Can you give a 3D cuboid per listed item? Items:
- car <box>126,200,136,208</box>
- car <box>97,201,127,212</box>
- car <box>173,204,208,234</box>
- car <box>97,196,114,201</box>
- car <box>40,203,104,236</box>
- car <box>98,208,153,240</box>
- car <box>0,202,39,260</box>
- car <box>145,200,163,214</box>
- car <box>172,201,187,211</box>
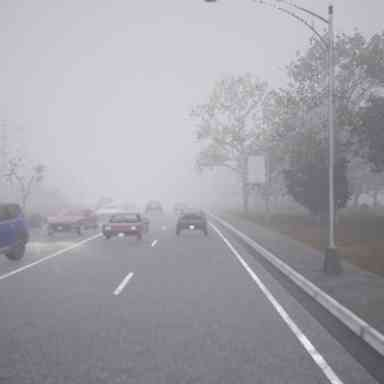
[{"bbox_3d":[-9.331,1.959,50.007,1.812,1.442,4.674,0,0,-9],"label":"car"},{"bbox_3d":[-7.455,1.828,30.581,1.812,1.442,4.674,0,0,-3],"label":"car"},{"bbox_3d":[-0.052,1.737,21.005,1.837,1.490,4.892,0,0,-1],"label":"car"},{"bbox_3d":[-12.787,1.691,49.457,2.150,2.045,5.566,0,0,-9],"label":"car"},{"bbox_3d":[-7.107,1.703,20.312,1.882,1.535,5.008,0,0,-1],"label":"car"},{"bbox_3d":[-3.498,1.809,18.446,1.895,1.301,4.718,0,-1,-1],"label":"car"},{"bbox_3d":[-7.054,1.345,10.127,2.150,2.045,5.566,0,-1,-1],"label":"car"},{"bbox_3d":[-4.728,1.721,41.303,2.097,1.767,4.553,0,0,-5],"label":"car"},{"bbox_3d":[-1.640,1.958,45.226,1.994,1.385,4.181,0,-1,-6],"label":"car"}]
